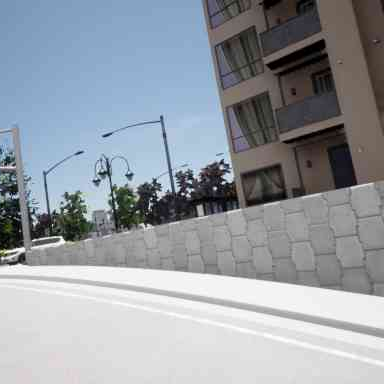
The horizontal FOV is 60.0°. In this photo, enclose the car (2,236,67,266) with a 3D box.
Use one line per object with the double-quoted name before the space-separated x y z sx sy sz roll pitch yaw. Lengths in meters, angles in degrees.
"car" -14.124 5.315 30.276 2.150 2.045 5.566 -14 -8 35
